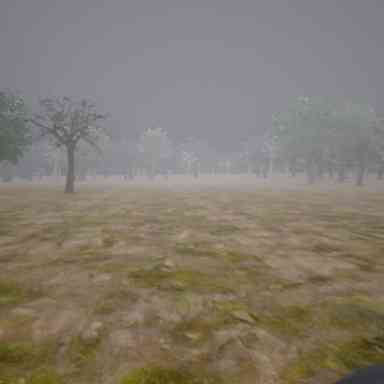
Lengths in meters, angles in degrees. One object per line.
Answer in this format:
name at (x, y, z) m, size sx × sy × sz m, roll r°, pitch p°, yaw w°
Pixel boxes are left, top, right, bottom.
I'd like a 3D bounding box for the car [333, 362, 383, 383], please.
car at (3.168, 1.509, 1.658) m, size 4.892 × 1.490 × 1.837 m, roll 0°, pitch 0°, yaw 7°
